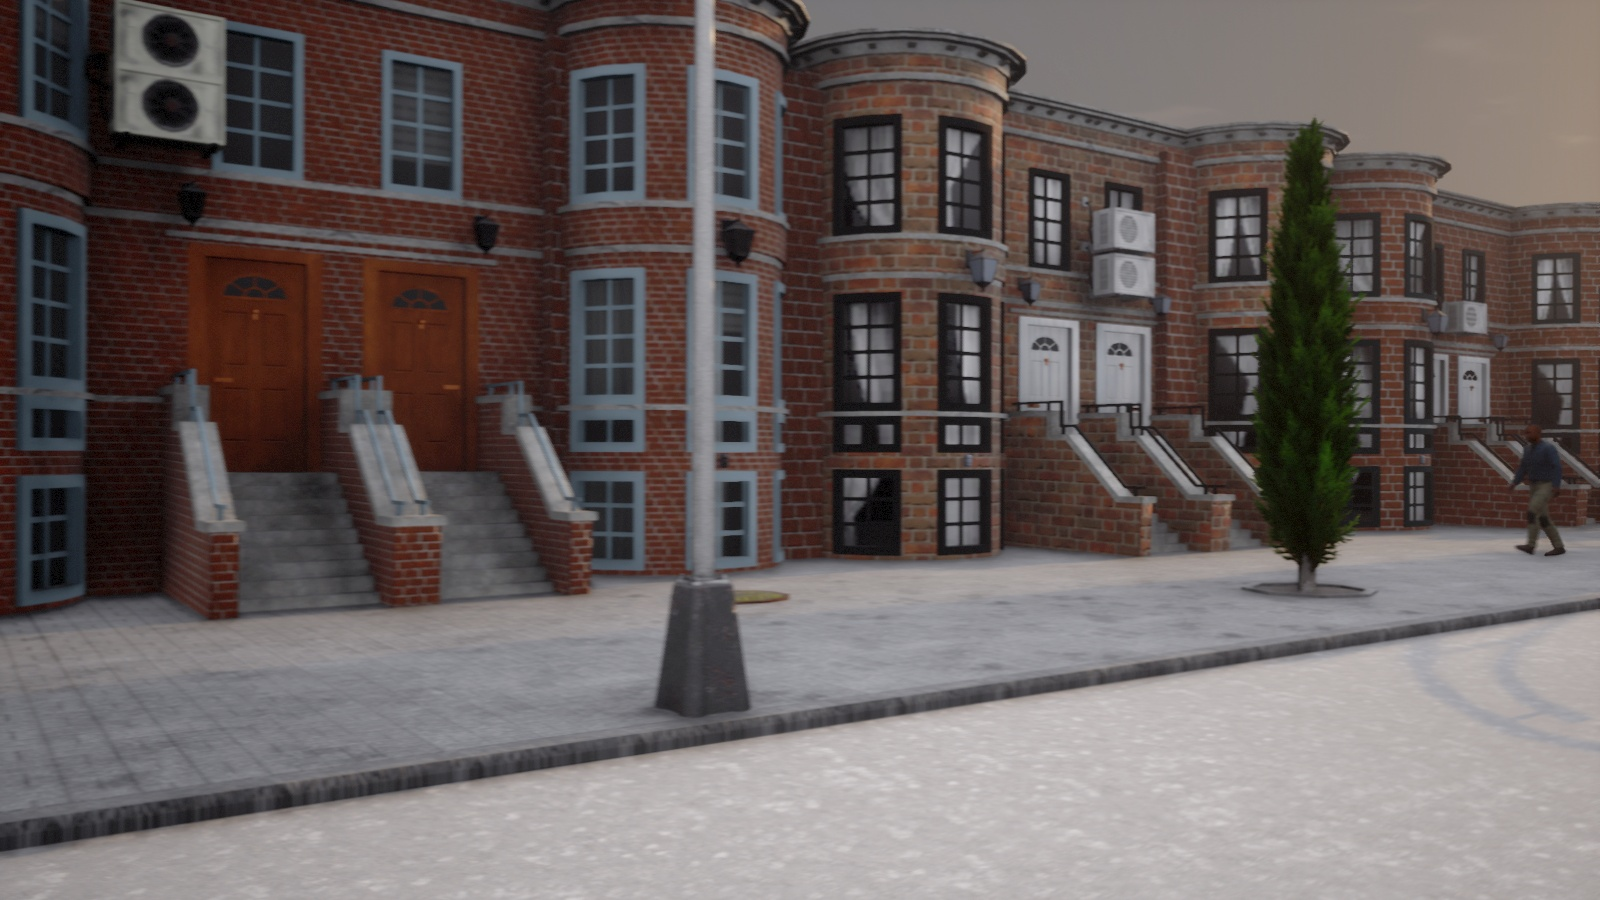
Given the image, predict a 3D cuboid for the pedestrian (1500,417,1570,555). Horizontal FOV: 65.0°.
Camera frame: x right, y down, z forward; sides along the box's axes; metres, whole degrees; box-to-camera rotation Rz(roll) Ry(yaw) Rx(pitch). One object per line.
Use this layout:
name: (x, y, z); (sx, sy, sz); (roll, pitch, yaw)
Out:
pedestrian: (9.902, 0.475, 16.921); (0.726, 1.835, 0.370); (0, 0, -5)
